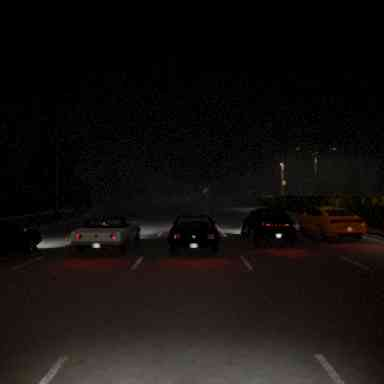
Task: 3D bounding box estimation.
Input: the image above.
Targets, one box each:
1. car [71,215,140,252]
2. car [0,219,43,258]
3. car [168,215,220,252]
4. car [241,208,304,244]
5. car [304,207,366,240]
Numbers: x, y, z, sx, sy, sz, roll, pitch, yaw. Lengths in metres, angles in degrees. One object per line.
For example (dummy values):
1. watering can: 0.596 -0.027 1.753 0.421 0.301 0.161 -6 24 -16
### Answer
1. car: -3.419 1.639 14.163 1.895 1.301 4.718 0 0 0
2. car: -6.936 1.577 10.928 2.033 1.411 5.357 0 0 0
3. car: 0.081 1.639 14.164 1.895 1.301 4.718 0 0 0
4. car: 3.585 1.548 16.130 1.837 1.490 4.892 0 0 0
5. car: 7.087 1.525 17.392 1.882 1.535 5.008 0 0 0
